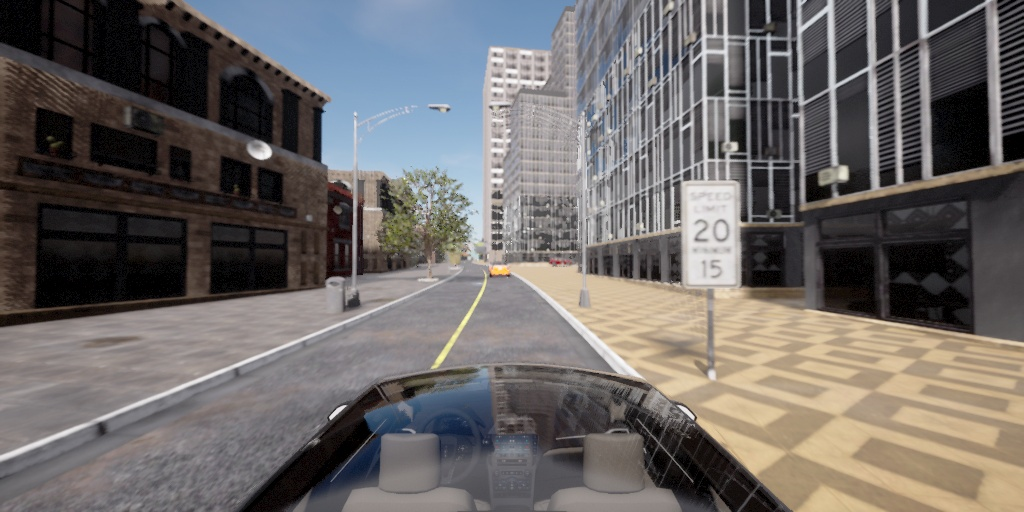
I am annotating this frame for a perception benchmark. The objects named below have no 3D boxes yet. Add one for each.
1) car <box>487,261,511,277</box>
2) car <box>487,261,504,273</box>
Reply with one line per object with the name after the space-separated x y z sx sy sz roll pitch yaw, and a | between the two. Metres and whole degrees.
-1.335 1.278 37.668 2.097 1.767 4.553 0 0 -5 | car
-2.284 1.472 48.916 2.128 1.511 4.902 0 0 -6 | car
